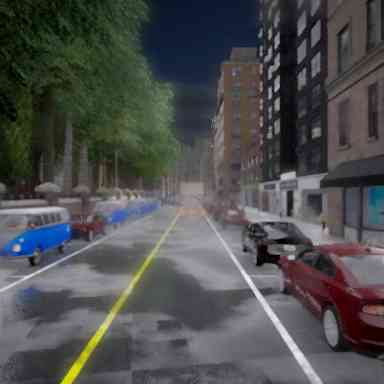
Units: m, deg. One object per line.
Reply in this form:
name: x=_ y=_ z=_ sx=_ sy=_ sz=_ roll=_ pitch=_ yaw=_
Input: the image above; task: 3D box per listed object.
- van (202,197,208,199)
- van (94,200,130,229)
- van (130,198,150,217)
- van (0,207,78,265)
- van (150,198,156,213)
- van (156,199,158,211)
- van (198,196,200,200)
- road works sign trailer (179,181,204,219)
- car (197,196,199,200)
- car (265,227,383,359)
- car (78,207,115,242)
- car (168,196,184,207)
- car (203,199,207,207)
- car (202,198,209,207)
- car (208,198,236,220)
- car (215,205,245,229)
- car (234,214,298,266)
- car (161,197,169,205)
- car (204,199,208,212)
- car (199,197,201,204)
van: x=2.839 y=1.851 z=57.075 sx=1.690 sy=1.788 sz=3.998 roll=0 pitch=0 yaw=0
van: x=-5.678 y=1.563 z=23.094 sx=1.690 sy=1.788 sz=3.998 roll=0 pitch=-1 yaw=0
van: x=-5.680 y=1.663 z=34.409 sx=1.690 sy=1.788 sz=3.998 roll=0 pitch=0 yaw=0
van: x=-5.675 y=1.457 z=11.779 sx=1.690 sy=1.788 sz=3.998 roll=0 pitch=-1 yaw=0
van: x=-5.682 y=1.712 z=40.066 sx=1.690 sy=1.788 sz=3.998 roll=0 pitch=0 yaw=0
van: x=-5.683 y=1.759 z=45.725 sx=1.690 sy=1.788 sz=3.998 roll=0 pitch=0 yaw=0
van: x=2.835 y=1.982 z=74.056 sx=1.690 sy=1.788 sz=3.998 roll=0 pitch=0 yaw=0
road works sign trailer: x=-0.009 y=0.763 z=31.735 sx=2.380 sy=3.560 sz=2.880 roll=0 pitch=0 yaw=0
car: x=2.834 y=2.248 z=79.714 sx=1.947 sy=1.339 sz=4.313 roll=0 pitch=0 yaw=0
car: x=2.852 y=1.607 z=6.131 sx=1.887 sy=1.381 sz=4.507 roll=0 pitch=-1 yaw=0
car: x=-5.676 y=1.714 z=17.434 sx=1.887 sy=1.381 sz=4.507 roll=0 pitch=-1 yaw=0
car: x=-3.037 y=2.049 z=64.979 sx=1.882 sy=1.535 sz=5.008 roll=0 pitch=0 yaw=1
car: x=2.843 y=2.001 z=45.752 sx=1.802 sy=1.307 sz=4.206 roll=0 pitch=0 yaw=0
car: x=2.841 y=2.047 z=51.413 sx=1.802 sy=1.307 sz=4.206 roll=0 pitch=0 yaw=0
car: x=2.845 y=1.588 z=28.774 sx=2.192 sy=1.841 sz=5.009 roll=0 pitch=0 yaw=0
car: x=2.848 y=1.804 z=23.111 sx=1.802 sy=1.307 sz=4.206 roll=0 pitch=-1 yaw=0
car: x=2.851 y=1.682 z=11.790 sx=1.947 sy=1.339 sz=4.313 roll=0 pitch=-1 yaw=0
car: x=-5.690 y=1.955 z=74.014 sx=2.192 sy=1.841 sz=5.009 roll=0 pitch=0 yaw=0
car: x=2.844 y=1.916 z=40.092 sx=1.887 sy=1.381 sz=4.507 roll=0 pitch=0 yaw=0
car: x=2.838 y=2.099 z=62.734 sx=1.887 sy=1.381 sz=4.507 roll=0 pitch=0 yaw=0
